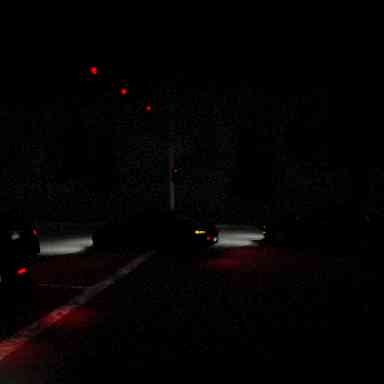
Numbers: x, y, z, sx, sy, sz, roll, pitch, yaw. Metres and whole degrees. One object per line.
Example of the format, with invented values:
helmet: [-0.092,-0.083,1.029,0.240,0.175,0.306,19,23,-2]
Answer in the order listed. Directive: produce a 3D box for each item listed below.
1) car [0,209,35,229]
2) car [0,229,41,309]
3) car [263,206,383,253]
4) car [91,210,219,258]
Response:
car: [-6.976,1.285,9.953,4.553,1.767,2.097,0,1,17]
car: [-5.610,1.517,6.153,5.357,1.411,2.033,0,1,17]
car: [5.123,1.287,12.541,4.892,1.490,1.837,0,0,32]
car: [-1.367,1.379,11.895,4.674,1.442,1.812,0,0,23]
